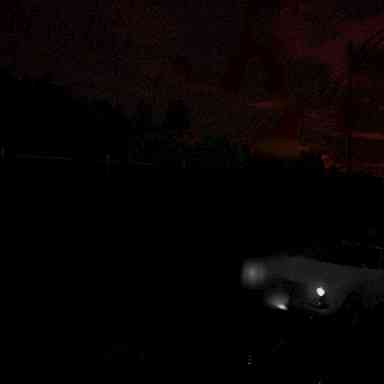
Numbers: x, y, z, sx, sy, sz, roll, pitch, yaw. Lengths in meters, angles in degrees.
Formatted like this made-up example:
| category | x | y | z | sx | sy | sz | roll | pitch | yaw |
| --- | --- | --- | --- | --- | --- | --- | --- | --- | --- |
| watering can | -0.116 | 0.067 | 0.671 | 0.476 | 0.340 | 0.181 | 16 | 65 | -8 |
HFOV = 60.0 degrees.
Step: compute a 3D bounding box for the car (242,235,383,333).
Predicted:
| category | x | y | z | sx | sy | sz | roll | pitch | yaw |
| --- | --- | --- | --- | --- | --- | --- | --- | --- | --- |
| car | 3.307 | 1.634 | 6.968 | 4.718 | 1.301 | 1.895 | 0 | 0 | -36 |
